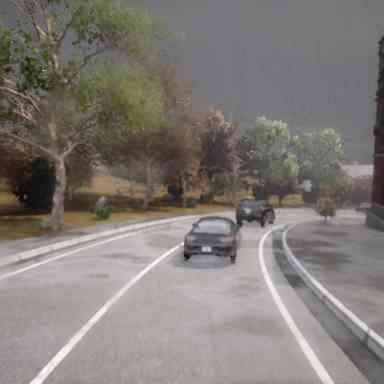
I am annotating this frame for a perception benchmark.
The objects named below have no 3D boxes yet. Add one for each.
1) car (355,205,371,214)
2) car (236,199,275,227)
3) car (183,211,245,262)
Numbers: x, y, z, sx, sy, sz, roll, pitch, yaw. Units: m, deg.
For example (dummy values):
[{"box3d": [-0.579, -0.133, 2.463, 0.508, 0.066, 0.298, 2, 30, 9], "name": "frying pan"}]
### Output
[{"box3d": [31.916, 3.131, 61.337, 5.008, 1.535, 1.882, 3, 2, -40], "name": "car"}, {"box3d": [5.098, 1.565, 26.363, 2.150, 2.045, 5.566, 3, 0, 24], "name": "car"}, {"box3d": [0.899, 1.659, 12.755, 1.812, 1.442, 4.674, 1, 0, 11], "name": "car"}]
